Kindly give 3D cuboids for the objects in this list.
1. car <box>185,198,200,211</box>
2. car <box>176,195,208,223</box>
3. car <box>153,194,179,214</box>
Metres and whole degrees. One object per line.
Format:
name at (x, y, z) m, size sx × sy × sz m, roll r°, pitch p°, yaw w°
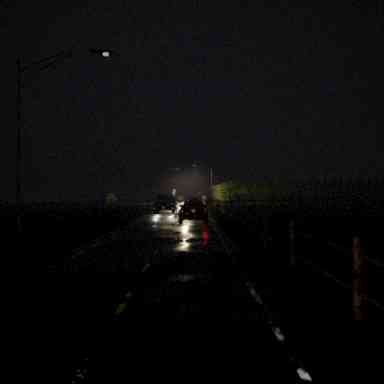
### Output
car at (0.104, 1.518, 42.839) m, size 1.837 × 1.490 × 4.892 m, roll 0°, pitch 0°, yaw 0°
car at (0.100, 1.359, 25.378) m, size 2.097 × 1.767 × 4.553 m, roll 0°, pitch 0°, yaw 0°
car at (-2.846, 1.234, 35.950) m, size 2.150 × 2.045 × 5.566 m, roll 0°, pitch 0°, yaw 0°
